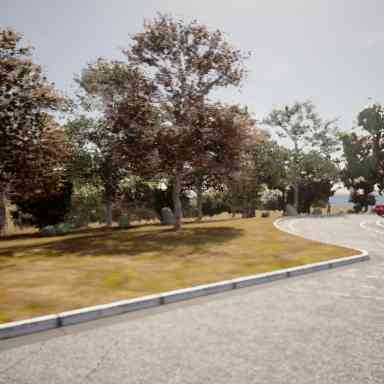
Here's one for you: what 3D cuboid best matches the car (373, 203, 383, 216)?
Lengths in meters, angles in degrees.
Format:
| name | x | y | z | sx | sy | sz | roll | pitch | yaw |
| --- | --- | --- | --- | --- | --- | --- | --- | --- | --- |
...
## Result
| name | x | y | z | sx | sy | sz | roll | pitch | yaw |
| --- | --- | --- | --- | --- | --- | --- | --- | --- | --- |
| car | 22.119 | 1.582 | 35.191 | 5.566 | 2.045 | 2.150 | 0 | -1 | -8 |
